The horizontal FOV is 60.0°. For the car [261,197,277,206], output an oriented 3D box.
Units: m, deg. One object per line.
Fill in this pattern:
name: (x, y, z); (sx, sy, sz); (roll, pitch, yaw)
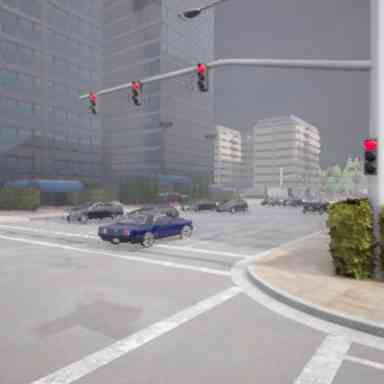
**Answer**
car: (12.619, 1.533, 53.146); (1.994, 1.385, 4.181); (0, 0, 35)

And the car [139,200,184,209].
car: (-2.819, 1.536, 25.303); (1.994, 1.385, 4.181); (0, 0, 35)

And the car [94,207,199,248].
car: (-1.794, 1.584, 14.803); (1.895, 1.301, 4.718); (0, 0, 30)

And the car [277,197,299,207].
car: (15.421, 1.464, 51.048); (2.128, 1.511, 4.902); (0, 0, 35)

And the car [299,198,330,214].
car: (13.541, 1.459, 36.044); (1.882, 1.535, 5.008); (0, 0, 35)

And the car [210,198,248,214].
car: (4.280, 1.472, 35.383); (1.837, 1.490, 4.892); (0, 1, 35)

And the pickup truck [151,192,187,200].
pickup truck: (-3.420, 1.003, 53.152); (6.274, 2.098, 2.390); (0, 0, -24)

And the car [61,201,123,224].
car: (-7.358, 1.459, 24.930); (2.128, 1.511, 4.902); (0, 0, 35)

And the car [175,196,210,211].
car: (0.727, 1.456, 36.419); (2.128, 1.511, 4.902); (0, 0, 35)
